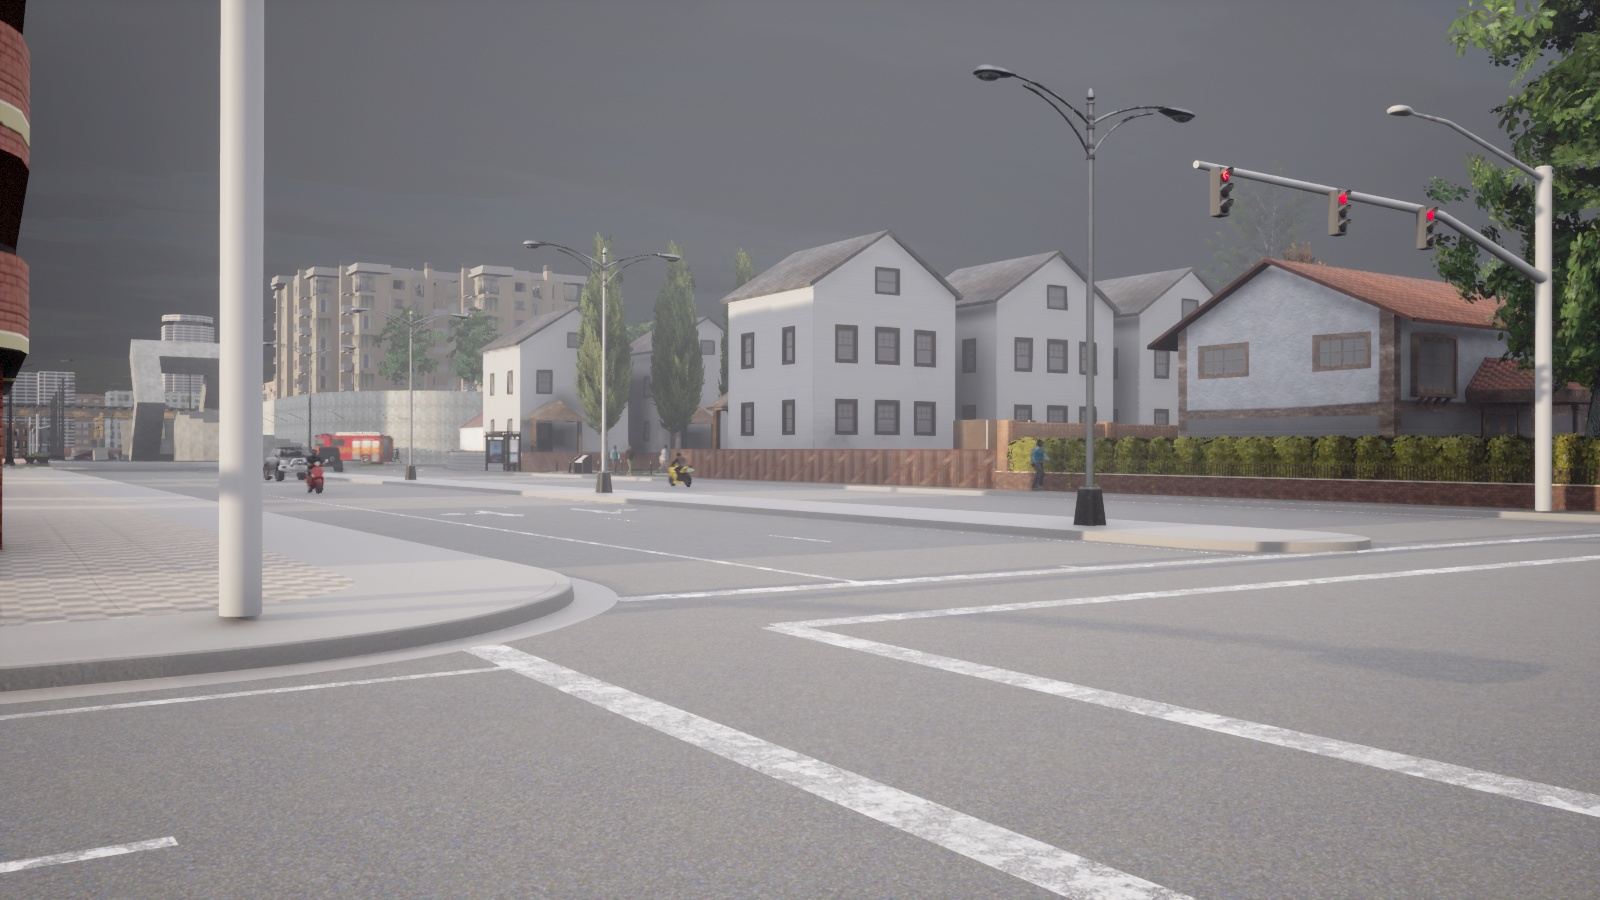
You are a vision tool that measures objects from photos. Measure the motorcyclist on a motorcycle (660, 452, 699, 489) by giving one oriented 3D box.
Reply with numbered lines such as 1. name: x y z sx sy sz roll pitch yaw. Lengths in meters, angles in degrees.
1. motorcyclist on a motorcycle: -5.157 0.869 53.596 0.797 1.523 2.044 0 0 -33

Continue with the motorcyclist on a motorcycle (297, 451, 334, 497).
1. motorcyclist on a motorcycle: -17.263 0.844 44.708 0.866 1.590 1.817 0 0 -33

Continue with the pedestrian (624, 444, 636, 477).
1. pedestrian: -9.655 0.593 71.343 0.431 1.840 0.703 0 0 -32

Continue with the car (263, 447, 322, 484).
1. car: -26.078 0.774 64.397 1.932 1.855 4.605 0 0 -33

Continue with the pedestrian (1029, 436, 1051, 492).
1. pedestrian: 8.445 0.490 44.194 0.396 1.930 0.692 0 0 -32

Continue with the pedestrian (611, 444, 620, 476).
1. pedestrian: -11.019 0.607 74.914 0.396 1.930 0.692 0 0 -20

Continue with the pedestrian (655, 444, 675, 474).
1. pedestrian: -8.356 0.558 77.649 0.900 1.855 0.874 0 0 -37
